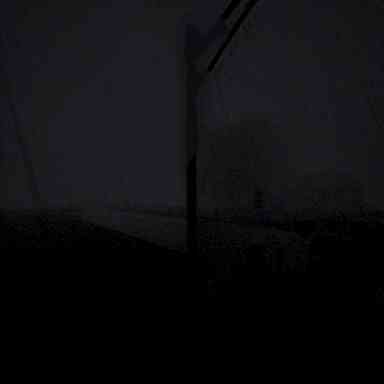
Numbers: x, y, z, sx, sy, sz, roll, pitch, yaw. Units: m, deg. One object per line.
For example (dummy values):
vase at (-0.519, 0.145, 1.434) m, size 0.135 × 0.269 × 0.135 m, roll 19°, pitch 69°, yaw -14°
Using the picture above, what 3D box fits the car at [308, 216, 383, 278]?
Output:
car at (5.700, 1.604, 9.802) m, size 2.097 × 1.767 × 4.553 m, roll 0°, pitch -1°, yaw -27°

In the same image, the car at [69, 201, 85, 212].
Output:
car at (-21.458, 2.987, 62.767) m, size 1.812 × 1.442 × 4.674 m, roll 0°, pitch -1°, yaw -27°
